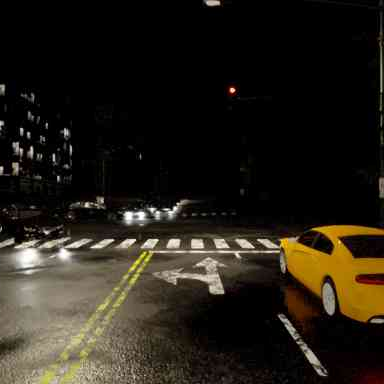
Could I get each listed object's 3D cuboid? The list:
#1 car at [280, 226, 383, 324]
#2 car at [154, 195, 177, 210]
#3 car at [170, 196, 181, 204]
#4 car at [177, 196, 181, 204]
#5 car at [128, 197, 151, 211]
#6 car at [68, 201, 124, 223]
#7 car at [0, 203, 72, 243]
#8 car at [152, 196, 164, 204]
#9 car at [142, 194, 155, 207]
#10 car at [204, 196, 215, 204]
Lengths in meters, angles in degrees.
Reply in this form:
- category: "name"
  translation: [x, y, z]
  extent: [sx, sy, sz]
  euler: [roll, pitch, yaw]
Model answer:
- category: "car"
  translation: [3.362, 1.475, 7.351]
  extent: [1.882, 1.535, 5.008]
  euler: [-1, 0, 0]
- category: "car"
  translation: [-3.345, 1.506, 42.519]
  extent: [1.882, 1.535, 5.008]
  euler: [0, 0, 0]
- category: "car"
  translation: [-3.264, 1.592, 67.073]
  extent: [2.033, 1.411, 5.357]
  euler: [0, 0, 0]
- category: "car"
  translation: [-3.338, 1.525, 51.710]
  extent: [2.128, 1.511, 4.902]
  euler: [0, 0, 0]
- category: "car"
  translation: [-6.594, 1.628, 41.118]
  extent: [1.895, 1.301, 4.718]
  euler: [0, 0, 0]
- category: "car"
  translation: [-7.617, 1.453, 24.947]
  extent: [4.902, 1.511, 2.128]
  euler: [3, -1, -19]
- category: "car"
  translation: [-7.728, 1.327, 15.857]
  extent: [1.837, 1.490, 4.892]
  euler: [-1, 4, -42]
- category: "car"
  translation: [-6.539, 1.520, 64.210]
  extent: [1.882, 1.535, 5.008]
  euler: [0, 0, 0]
- category: "car"
  translation: [-6.594, 1.255, 50.883]
  extent: [2.150, 2.045, 5.566]
  euler: [0, 0, 0]
- category: "car"
  translation: [3.365, 1.483, 62.991]
  extent: [1.882, 1.535, 5.008]
  euler: [0, 1, 0]
